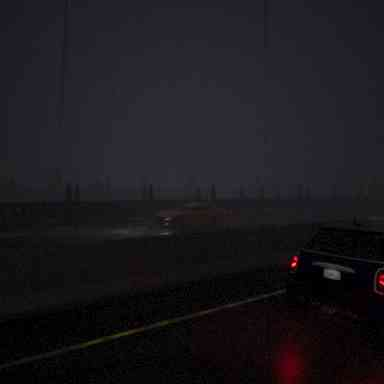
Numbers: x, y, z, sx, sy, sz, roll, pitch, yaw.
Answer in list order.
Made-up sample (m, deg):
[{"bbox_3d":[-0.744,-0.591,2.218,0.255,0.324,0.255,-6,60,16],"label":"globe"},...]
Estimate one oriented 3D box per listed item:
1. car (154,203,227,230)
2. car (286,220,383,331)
[{"bbox_3d":[-0.003,1.453,21.187,5.008,1.535,1.882,0,0,-35],"label":"car"},{"bbox_3d":[3.983,1.338,6.588,4.553,1.767,2.097,0,0,-36],"label":"car"}]
